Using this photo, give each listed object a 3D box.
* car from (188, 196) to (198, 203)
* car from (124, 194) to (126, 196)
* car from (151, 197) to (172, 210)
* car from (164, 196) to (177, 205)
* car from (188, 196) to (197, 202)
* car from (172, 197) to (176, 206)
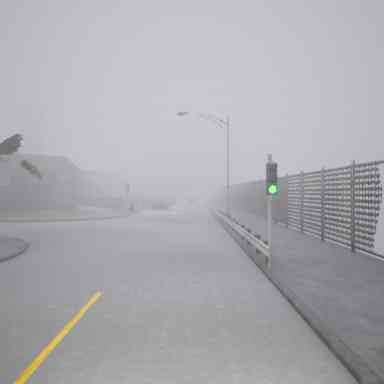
[{"bbox_3d":[0.185,1.584,67.962,2.033,1.411,5.357,0,0,-1],"label":"car"},{"bbox_3d":[-17.185,1.176,78.194,3.633,1.501,1.845,0,0,0],"label":"car"},{"bbox_3d":[-4.048,1.500,42.745,1.882,1.535,5.008,0,0,0],"label":"car"},{"bbox_3d":[-3.984,1.581,62.919,2.033,1.411,5.357,0,0,0],"label":"car"},{"bbox_3d":[0.093,1.582,78.591,2.033,1.411,5.357,0,0,0],"label":"car"},{"bbox_3d":[-4.029,1.533,52.463,1.837,1.490,4.892,0,0,0],"label":"car"}]
